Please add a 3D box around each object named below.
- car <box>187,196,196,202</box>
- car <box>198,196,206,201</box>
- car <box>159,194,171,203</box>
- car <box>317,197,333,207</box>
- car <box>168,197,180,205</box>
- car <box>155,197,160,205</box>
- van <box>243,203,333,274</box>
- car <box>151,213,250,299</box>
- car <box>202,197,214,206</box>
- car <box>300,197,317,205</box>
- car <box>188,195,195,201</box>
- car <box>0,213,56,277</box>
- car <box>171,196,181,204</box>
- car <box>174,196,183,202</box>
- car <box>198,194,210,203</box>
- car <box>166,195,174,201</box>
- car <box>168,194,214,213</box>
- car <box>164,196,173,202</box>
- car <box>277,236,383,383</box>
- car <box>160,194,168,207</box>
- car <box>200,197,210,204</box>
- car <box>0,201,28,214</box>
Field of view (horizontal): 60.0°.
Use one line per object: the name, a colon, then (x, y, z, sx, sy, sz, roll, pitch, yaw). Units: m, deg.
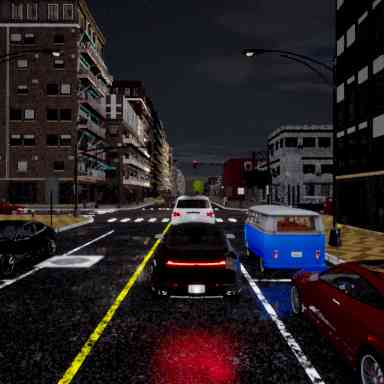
car: (-0.163, 1.618, 81.524, 2.033, 1.411, 5.357, 0, 0, 0)
car: (2.516, 1.643, 88.268, 2.008, 1.369, 4.403, 0, 0, 0)
car: (-5.831, 1.375, 71.634, 2.192, 1.841, 5.009, 0, 0, 0)
car: (14.860, 1.359, 31.163, 5.009, 1.841, 2.192, 0, 0, 0)
car: (-3.194, 1.643, 59.045, 1.895, 1.301, 4.718, 0, 0, 0)
car: (-5.809, 1.569, 60.385, 1.752, 1.417, 4.829, 0, 0, 0)
van: (2.640, 1.343, 10.247, 1.690, 1.788, 3.998, 0, 0, 0)
car: (0.081, 1.506, 8.429, 1.837, 1.490, 4.892, 0, 0, 0)
car: (2.582, 1.562, 55.203, 1.752, 1.417, 4.829, 0, 0, 0)
car: (13.367, 1.559, 36.942, 4.902, 1.511, 2.128, 0, 0, 0)
car: (-0.184, 1.640, 91.839, 2.033, 1.411, 5.357, 0, 0, 0)
car: (-5.708, 1.567, 10.255, 1.947, 1.339, 4.313, 0, 0, 0)
car: (-3.151, 1.580, 68.101, 1.812, 1.442, 4.674, 0, 0, 0)
car: (-3.157, 1.624, 78.117, 1.994, 1.385, 4.181, 0, 0, 0)
car: (2.550, 1.376, 71.651, 2.192, 1.841, 5.009, 0, 0, 0)
car: (-5.864, 1.617, 88.081, 1.752, 1.417, 4.829, 0, 0, 0)
car: (0.052, 1.225, 18.429, 2.150, 2.045, 5.566, 0, 0, 0)
car: (-5.854, 1.631, 82.712, 2.008, 1.369, 4.403, 0, 0, 0)
car: (2.651, 1.582, 4.557, 1.802, 1.307, 4.206, 0, 0, 0)
car: (-3.200, 1.382, 50.102, 2.097, 1.767, 4.553, 0, 0, 0)
car: (2.560, 1.634, 66.112, 1.802, 1.307, 4.206, 0, 0, 0)
car: (-17.528, 1.535, 31.018, 4.206, 1.307, 1.802, 0, 0, 0)
